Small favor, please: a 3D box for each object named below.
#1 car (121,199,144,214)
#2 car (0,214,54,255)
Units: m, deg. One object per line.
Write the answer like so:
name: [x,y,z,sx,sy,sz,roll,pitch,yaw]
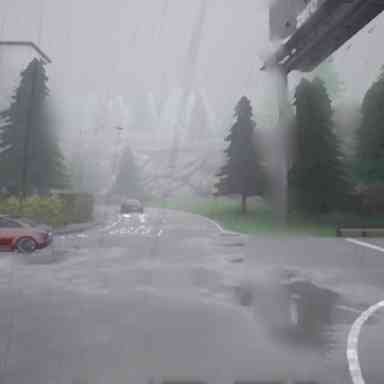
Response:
car: [-6.347,1.502,35.238,1.837,1.490,4.892,1,0,-20]
car: [-7.435,1.537,12.456,4.181,1.385,1.994,1,1,-11]
